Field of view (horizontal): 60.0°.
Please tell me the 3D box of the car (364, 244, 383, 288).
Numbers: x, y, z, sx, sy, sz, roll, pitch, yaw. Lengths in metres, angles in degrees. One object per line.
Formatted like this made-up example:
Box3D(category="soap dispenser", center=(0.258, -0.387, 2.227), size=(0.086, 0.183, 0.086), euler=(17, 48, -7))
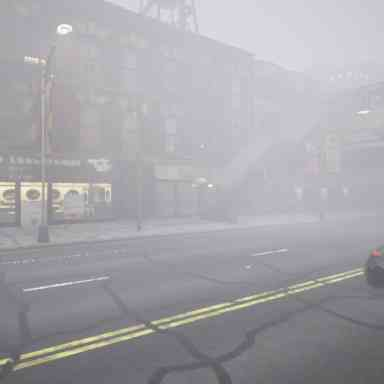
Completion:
Box3D(category="car", center=(5.987, 1.618, 7.933), size=(4.181, 1.385, 1.994), euler=(3, 4, -37))
